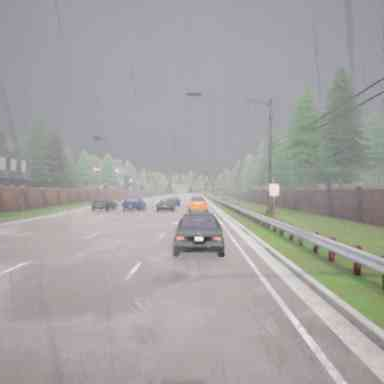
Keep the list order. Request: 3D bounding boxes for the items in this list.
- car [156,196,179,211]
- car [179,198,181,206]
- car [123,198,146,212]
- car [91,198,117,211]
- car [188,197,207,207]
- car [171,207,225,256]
[{"bbox_3d":[-2.960,1.498,38.514,1.994,1.385,4.181,0,0,1],"label":"car"},{"bbox_3d":[-2.732,1.398,51.565,1.882,1.535,5.008,0,0,1],"label":"car"},{"bbox_3d":[-6.478,1.386,37.654,1.882,1.535,5.008,0,0,1],"label":"car"},{"bbox_3d":[-9.972,1.375,37.933,2.128,1.511,4.902,0,0,1],"label":"car"},{"bbox_3d":[0.621,1.313,37.451,2.097,1.767,4.553,0,0,1],"label":"car"},{"bbox_3d":[0.253,1.534,13.073,2.033,1.411,5.357,0,0,1],"label":"car"}]
